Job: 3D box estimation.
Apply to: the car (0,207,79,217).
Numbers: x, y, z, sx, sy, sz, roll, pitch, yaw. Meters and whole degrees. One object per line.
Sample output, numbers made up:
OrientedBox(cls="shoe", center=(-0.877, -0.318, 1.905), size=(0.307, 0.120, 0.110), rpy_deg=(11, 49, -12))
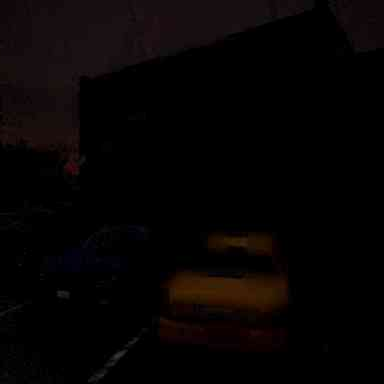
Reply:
OrientedBox(cls="car", center=(-6.282, 1.470, 11.421), size=(2.231, 1.521, 4.892), rpy_deg=(1, -1, 16))

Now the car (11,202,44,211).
OrientedBox(cls="car", center=(-29.100, 2.526, 58.898), size=(5.366, 1.575, 1.946), rpy_deg=(0, -2, 15))

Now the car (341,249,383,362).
OrientedBox(cls="car", center=(3.361, 1.487, 4.542), size=(2.097, 1.535, 5.008), rpy_deg=(0, -1, 15))

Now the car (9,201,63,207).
OrientedBox(cls="car", center=(-19.158, 2.236, 40.820), size=(5.366, 1.575, 1.946), rpy_deg=(2, -1, 15))

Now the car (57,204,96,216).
OrientedBox(cls="car", center=(-15.881, 2.480, 45.814), size=(4.674, 1.452, 2.002), rpy_deg=(1, -1, 15))

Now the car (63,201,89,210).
OrientedBox(cls="car", center=(-23.330, 2.699, 66.865), size=(4.553, 1.767, 2.185), rpy_deg=(0, -2, 15))

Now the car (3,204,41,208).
OrientedBox(cls="car", center=(-8.730, 1.460, 12.955), size=(1.946, 1.575, 5.366), rpy_deg=(1, -1, 15))

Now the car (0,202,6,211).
OrientedBox(cls="car", center=(-32.791, 2.323, 53.286), size=(4.892, 1.521, 2.231), rpy_deg=(0, -2, 15))

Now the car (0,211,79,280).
OrientedBox(cls="car", center=(-3.868, 1.504, 9.727), size=(2.163, 1.488, 4.792), rpy_deg=(0, -1, 16))

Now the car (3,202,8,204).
OrientedBox(cls="car", center=(-11.085, 1.335, 14.883), size=(2.185, 1.767, 4.553), rpy_deg=(1, -1, 16))

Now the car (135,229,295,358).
OrientedBox(cls="car", center=(0.990, 1.482, 6.443), size=(1.946, 1.575, 5.366), rpy_deg=(0, -1, 16))

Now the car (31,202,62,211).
OrientedBox(cls="car", center=(-26.958, 2.661, 61.640), size=(4.792, 1.488, 2.163), rpy_deg=(0, -2, 15))

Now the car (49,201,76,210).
OrientedBox(cls="car", center=(-25.083, 2.609, 64.443), size=(4.553, 1.767, 2.185), rpy_deg=(0, -2, 15))

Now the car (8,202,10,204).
OrientedBox(cls="car", center=(-30.847, 2.427, 56.066), size=(4.892, 1.521, 2.231), rpy_deg=(0, -2, 15))

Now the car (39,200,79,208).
OrientedBox(cls="car", center=(-17.572, 2.090, 43.347), size=(5.566, 2.045, 2.435), rpy_deg=(2, -1, 15))

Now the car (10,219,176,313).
OrientedBox(cls="car", center=(-1.469, 1.478, 7.983), size=(2.097, 1.535, 5.008), rpy_deg=(1, 0, 16))
